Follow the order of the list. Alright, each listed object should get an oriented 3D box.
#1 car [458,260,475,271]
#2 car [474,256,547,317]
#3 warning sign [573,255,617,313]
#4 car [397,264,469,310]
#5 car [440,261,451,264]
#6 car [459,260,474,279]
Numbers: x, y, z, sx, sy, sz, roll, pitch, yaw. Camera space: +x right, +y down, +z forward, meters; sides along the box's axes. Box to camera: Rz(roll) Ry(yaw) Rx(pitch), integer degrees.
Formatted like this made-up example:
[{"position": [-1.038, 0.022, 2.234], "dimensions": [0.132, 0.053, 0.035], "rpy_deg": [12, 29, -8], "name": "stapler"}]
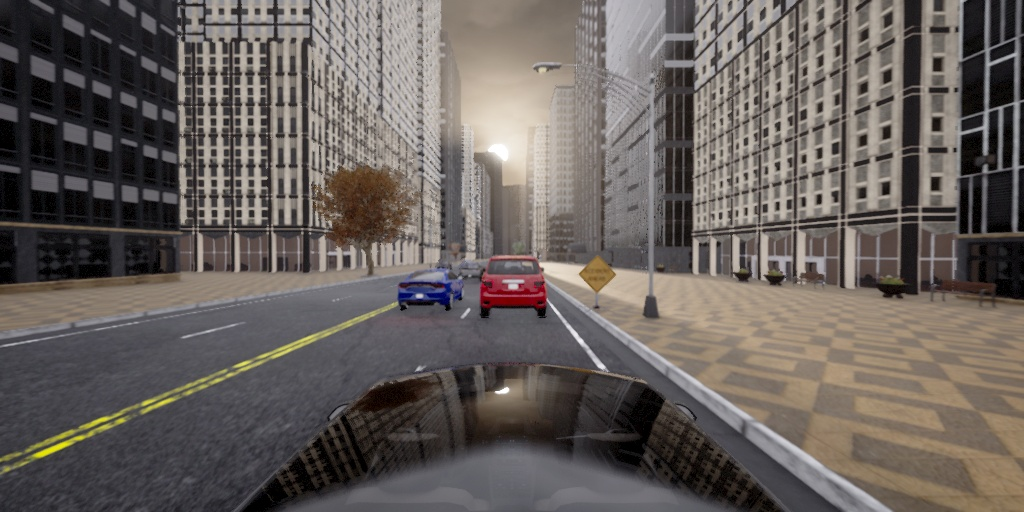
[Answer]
[{"position": [-6.595, 1.358, 52.174], "dimensions": [1.882, 1.535, 5.008], "rpy_deg": [0, 0, 0], "name": "car"}, {"position": [0.062, 1.003, 13.370], "dimensions": [2.150, 2.045, 5.566], "rpy_deg": [0, 0, 0], "name": "car"}, {"position": [2.846, 0.892, 12.081], "dimensions": [1.300, 1.860, 1.060], "rpy_deg": [0, 0, 0], "name": "warning sign"}, {"position": [-3.181, 1.262, 14.866], "dimensions": [1.882, 1.535, 5.008], "rpy_deg": [0, -1, 0], "name": "car"}, {"position": [-9.847, 1.427, 52.011], "dimensions": [2.033, 1.411, 5.357], "rpy_deg": [0, 0, 0], "name": "car"}, {"position": [-3.188, 1.315, 29.695], "dimensions": [2.128, 1.511, 4.902], "rpy_deg": [0, 0, 0], "name": "car"}]
